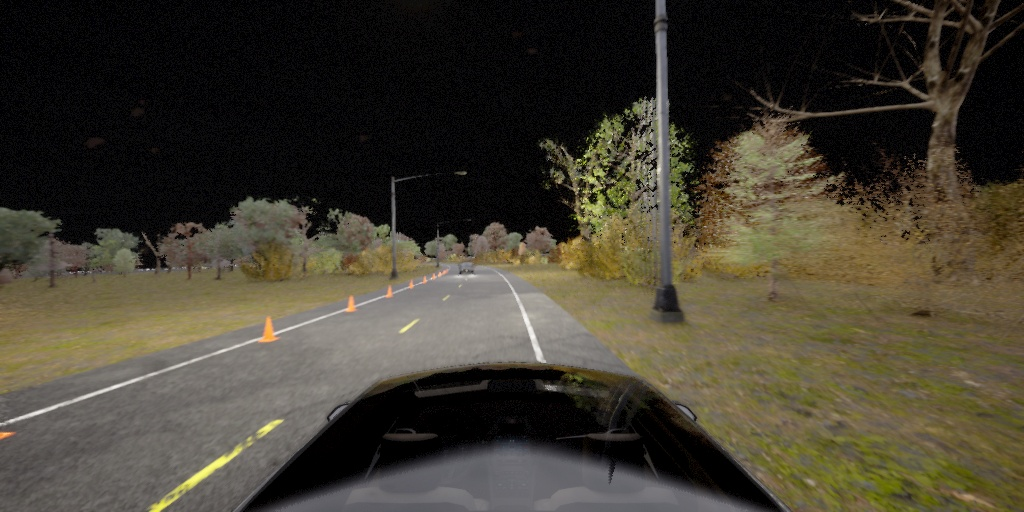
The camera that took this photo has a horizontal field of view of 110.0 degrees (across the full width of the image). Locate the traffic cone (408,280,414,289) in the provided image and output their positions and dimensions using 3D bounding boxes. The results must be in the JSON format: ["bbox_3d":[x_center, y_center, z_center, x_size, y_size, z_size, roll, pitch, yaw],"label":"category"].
[{"bbox_3d":[-6.710,1.871,23.936,0.340,0.580,0.340,0,0,-3],"label":"traffic cone"}]

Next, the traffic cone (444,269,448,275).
[{"bbox_3d":[-8.265,1.961,43.730,0.340,0.580,0.340,0,0,-6],"label":"traffic cone"}]

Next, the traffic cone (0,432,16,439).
[{"bbox_3d":[-6.051,1.821,4.090,0.340,0.580,0.340,0,0,-1],"label":"traffic cone"}]

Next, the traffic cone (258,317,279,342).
[{"bbox_3d":[-6.132,1.829,9.053,0.340,0.580,0.340,0,0,-1],"label":"traffic cone"}]

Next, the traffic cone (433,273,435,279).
[{"bbox_3d":[-7.376,1.913,33.842,0.340,0.580,0.340,0,0,-4],"label":"traffic cone"}]

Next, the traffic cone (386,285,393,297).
[{"bbox_3d":[-6.461,1.854,18.977,0.340,0.580,0.340,0,0,-3],"label":"traffic cone"}]

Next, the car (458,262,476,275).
[{"bbox_3d":[-5.333,1.450,42.594,1.837,1.490,4.892,-1,0,-6],"label":"car"}]

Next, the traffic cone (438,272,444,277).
[{"bbox_3d":[-7.792,1.936,38.788,0.340,0.580,0.340,0,0,-5],"label":"traffic cone"}]

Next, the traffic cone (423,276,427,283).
[{"bbox_3d":[-7.014,1.892,28.890,0.340,0.580,0.340,0,0,-4],"label":"traffic cone"}]

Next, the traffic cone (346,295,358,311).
[{"bbox_3d":[-6.269,1.840,14.016,0.340,0.580,0.340,0,0,-2],"label":"traffic cone"}]
